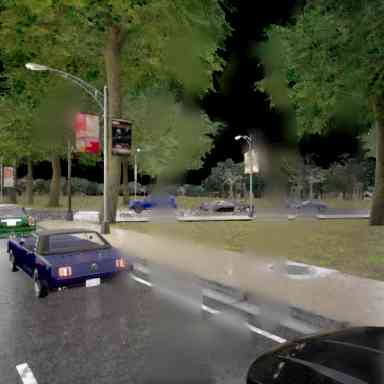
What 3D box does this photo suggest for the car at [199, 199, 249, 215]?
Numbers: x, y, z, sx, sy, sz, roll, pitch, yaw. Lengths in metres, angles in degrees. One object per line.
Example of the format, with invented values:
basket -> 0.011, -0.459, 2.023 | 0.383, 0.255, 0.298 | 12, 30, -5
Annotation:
car -> 3.256, 1.662, 36.619 | 4.902, 1.511, 2.128 | 0, 0, -15

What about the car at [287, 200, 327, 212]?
car -> 15.229, 1.775, 43.283 | 4.674, 1.442, 1.812 | 0, 0, -14

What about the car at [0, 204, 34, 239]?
car -> -8.941, 1.352, 15.787 | 2.097, 1.767, 4.553 | 0, 0, -38

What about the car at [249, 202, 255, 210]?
car -> 5.235, 1.678, 40.696 | 4.902, 1.511, 2.128 | 0, 0, -14

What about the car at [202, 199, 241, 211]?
car -> 3.867, 1.708, 43.696 | 4.674, 1.442, 1.812 | 0, 0, -15

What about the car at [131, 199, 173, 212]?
car -> -4.971, 1.623, 41.405 | 4.902, 1.511, 2.128 | 0, 0, -14

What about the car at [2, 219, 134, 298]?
car -> -3.428, 1.601, 8.687 | 1.895, 1.301, 4.718 | 0, 0, -38

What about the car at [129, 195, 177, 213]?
car -> -4.446, 1.352, 38.186 | 5.566, 2.045, 2.150 | 0, 0, -15

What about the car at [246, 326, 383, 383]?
car -> 2.368, 1.478, 1.232 | 1.882, 1.535, 5.008 | 0, 0, -38

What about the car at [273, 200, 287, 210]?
car -> 13.443, 1.806, 46.178 | 4.181, 1.385, 1.994 | 0, 0, -15
